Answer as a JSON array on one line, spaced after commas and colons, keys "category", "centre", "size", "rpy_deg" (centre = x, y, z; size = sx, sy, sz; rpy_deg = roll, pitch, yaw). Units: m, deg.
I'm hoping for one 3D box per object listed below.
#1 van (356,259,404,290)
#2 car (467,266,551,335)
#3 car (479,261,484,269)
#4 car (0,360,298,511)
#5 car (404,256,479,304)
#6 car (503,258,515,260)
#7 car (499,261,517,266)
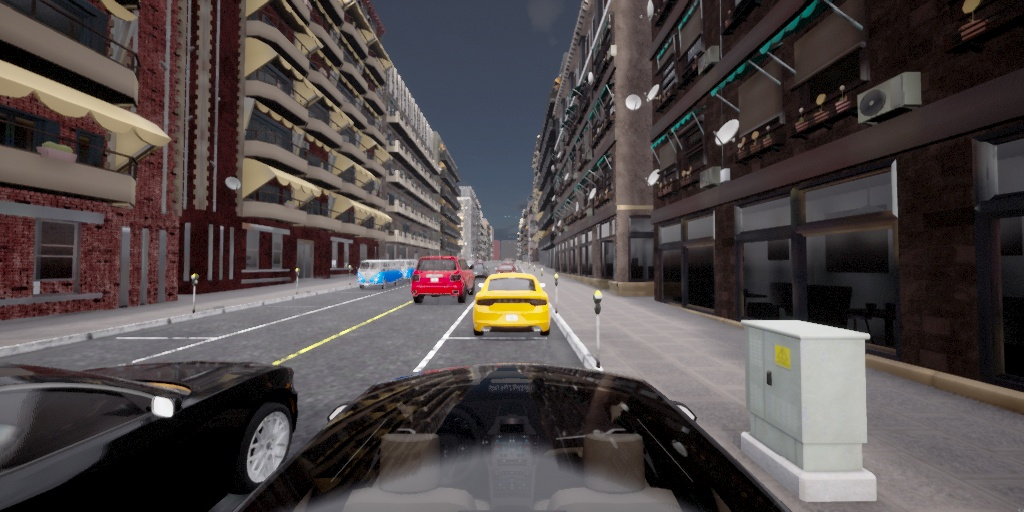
[{"category": "van", "centre": [-8.335, 1.107, 22.603], "size": [1.690, 1.789, 3.998], "rpy_deg": [0, 0, 0]}, {"category": "car", "centre": [-0.006, 1.232, 10.503], "size": [1.882, 1.535, 5.008], "rpy_deg": [0, 0, 0]}, {"category": "car", "centre": [-3.020, 1.356, 31.641], "size": [1.994, 1.385, 4.181], "rpy_deg": [0, 0, 0]}, {"category": "car", "centre": [-3.020, 1.227, 1.501], "size": [1.882, 1.535, 5.008], "rpy_deg": [0, 0, 0]}, {"category": "car", "centre": [-3.020, 1.019, 16.668], "size": [2.150, 2.045, 5.566], "rpy_deg": [0, 0, 0]}, {"category": "car", "centre": [-0.445, 1.239, 39.134], "size": [1.967, 1.591, 4.097], "rpy_deg": [0, 0, 0]}, {"category": "car", "centre": [-0.452, 1.321, 28.073], "size": [1.888, 1.381, 4.507], "rpy_deg": [0, 0, 0]}]
